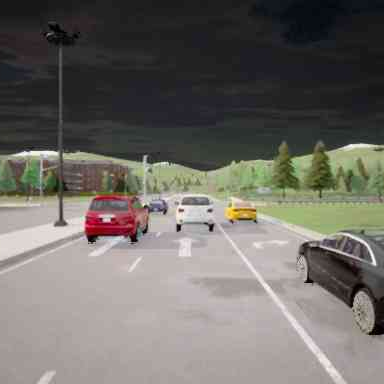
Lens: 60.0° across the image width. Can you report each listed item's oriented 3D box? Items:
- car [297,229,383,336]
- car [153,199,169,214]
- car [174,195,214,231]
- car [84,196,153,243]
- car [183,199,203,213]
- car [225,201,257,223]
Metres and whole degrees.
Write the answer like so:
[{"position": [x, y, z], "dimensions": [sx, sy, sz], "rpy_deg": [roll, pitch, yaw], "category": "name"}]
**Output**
[{"position": [3.599, 1.479, 6.627], "dimensions": [2.128, 1.511, 4.902], "rpy_deg": [0, 0, 0], "category": "car"}, {"position": [-3.423, 1.460, 33.674], "dimensions": [1.812, 1.442, 4.674], "rpy_deg": [0, 0, 0], "category": "car"}, {"position": [0.107, 1.179, 20.459], "dimensions": [2.150, 2.045, 5.566], "rpy_deg": [0, 0, -2], "category": "car"}, {"position": [-3.401, 1.191, 15.901], "dimensions": [2.150, 2.045, 5.566], "rpy_deg": [0, 0, 0], "category": "car"}, {"position": [0.086, 1.493, 36.244], "dimensions": [1.994, 1.385, 4.181], "rpy_deg": [0, 0, 0], "category": "car"}, {"position": [3.596, 1.429, 24.913], "dimensions": [1.882, 1.535, 5.008], "rpy_deg": [0, 0, 0], "category": "car"}]
